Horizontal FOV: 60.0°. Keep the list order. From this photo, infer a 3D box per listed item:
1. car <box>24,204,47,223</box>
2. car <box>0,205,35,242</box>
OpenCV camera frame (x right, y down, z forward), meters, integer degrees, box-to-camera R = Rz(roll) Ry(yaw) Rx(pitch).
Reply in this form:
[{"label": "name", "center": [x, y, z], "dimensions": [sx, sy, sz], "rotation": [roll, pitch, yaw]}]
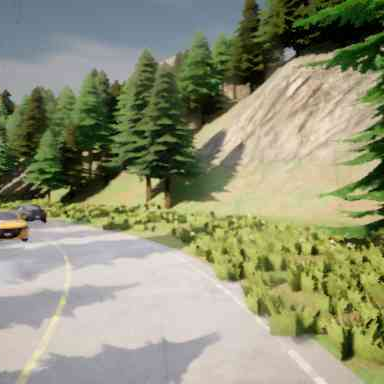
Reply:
[{"label": "car", "center": [-13.019, 1.707, 26.344], "dimensions": [1.812, 1.442, 4.674], "rotation": [-1, 0, -43]}, {"label": "car", "center": [-9.447, 1.607, 16.440], "dimensions": [1.882, 1.535, 5.008], "rotation": [-1, 0, -37]}]
